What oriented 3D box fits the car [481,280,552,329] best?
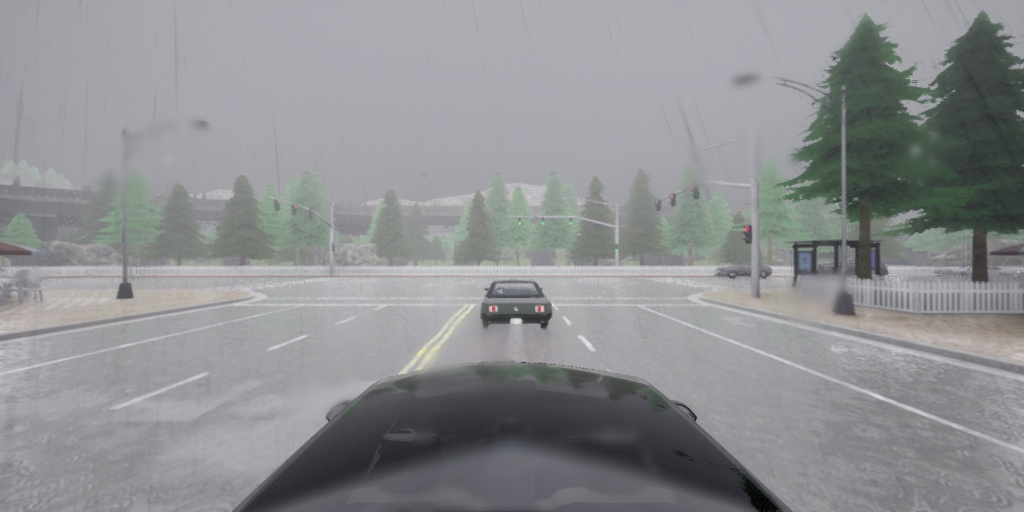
[{"bbox_3d":[0.047,1.404,11.466,1.895,1.301,4.718,0,0,-2],"label":"car"}]

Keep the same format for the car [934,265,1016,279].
[{"bbox_3d":[41.937,1.461,32.652,4.718,1.301,1.895,0,0,11],"label":"car"}]

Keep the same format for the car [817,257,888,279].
[{"bbox_3d":[31.656,1.087,33.531,5.566,2.045,2.150,0,0,1],"label":"car"}]

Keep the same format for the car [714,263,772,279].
[{"bbox_3d":[21.622,1.358,33.631,4.902,1.511,2.128,0,0,0],"label":"car"}]
